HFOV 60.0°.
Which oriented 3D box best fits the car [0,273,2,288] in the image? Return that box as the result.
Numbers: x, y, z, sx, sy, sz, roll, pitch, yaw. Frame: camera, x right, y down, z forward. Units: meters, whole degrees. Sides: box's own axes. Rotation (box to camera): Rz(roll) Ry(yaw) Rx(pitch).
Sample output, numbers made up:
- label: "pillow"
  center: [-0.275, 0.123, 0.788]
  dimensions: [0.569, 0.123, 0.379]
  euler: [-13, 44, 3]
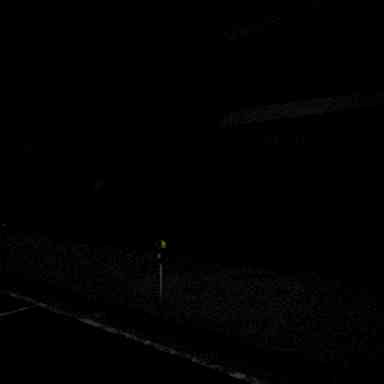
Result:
- label: "car"
  center: [-6.073, 1.440, 7.412]
  dimensions: [4.097, 1.590, 1.967]
  euler: [0, 0, 36]
